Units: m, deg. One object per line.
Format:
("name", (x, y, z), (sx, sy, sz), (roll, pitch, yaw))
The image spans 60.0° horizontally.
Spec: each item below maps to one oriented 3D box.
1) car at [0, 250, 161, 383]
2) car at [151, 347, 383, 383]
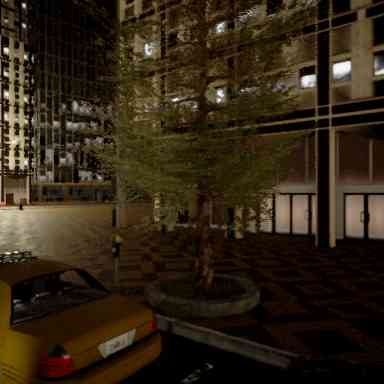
("car", (-2.644, 1.521, 4.763), (4.829, 1.417, 1.752), (0, 0, 35))
("car", (2.109, 1.567, 1.372), (4.313, 1.339, 1.947), (0, 0, 35))
